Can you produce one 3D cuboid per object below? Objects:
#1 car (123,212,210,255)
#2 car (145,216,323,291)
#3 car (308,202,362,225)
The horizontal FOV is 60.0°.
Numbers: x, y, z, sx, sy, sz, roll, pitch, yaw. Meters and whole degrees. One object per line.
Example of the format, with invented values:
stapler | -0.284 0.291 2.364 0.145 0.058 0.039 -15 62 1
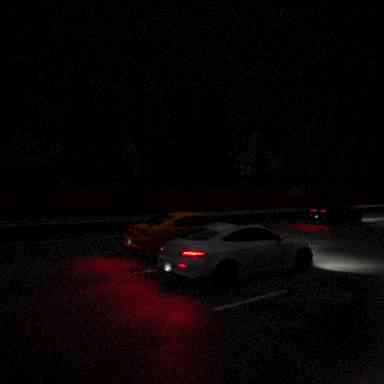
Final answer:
car | -0.057 1.477 12.355 5.008 1.535 1.882 0 0 -36
car | 1.303 1.526 9.017 4.674 1.442 1.812 0 0 -36
car | 10.547 1.492 24.382 4.902 1.511 2.128 0 0 -36
